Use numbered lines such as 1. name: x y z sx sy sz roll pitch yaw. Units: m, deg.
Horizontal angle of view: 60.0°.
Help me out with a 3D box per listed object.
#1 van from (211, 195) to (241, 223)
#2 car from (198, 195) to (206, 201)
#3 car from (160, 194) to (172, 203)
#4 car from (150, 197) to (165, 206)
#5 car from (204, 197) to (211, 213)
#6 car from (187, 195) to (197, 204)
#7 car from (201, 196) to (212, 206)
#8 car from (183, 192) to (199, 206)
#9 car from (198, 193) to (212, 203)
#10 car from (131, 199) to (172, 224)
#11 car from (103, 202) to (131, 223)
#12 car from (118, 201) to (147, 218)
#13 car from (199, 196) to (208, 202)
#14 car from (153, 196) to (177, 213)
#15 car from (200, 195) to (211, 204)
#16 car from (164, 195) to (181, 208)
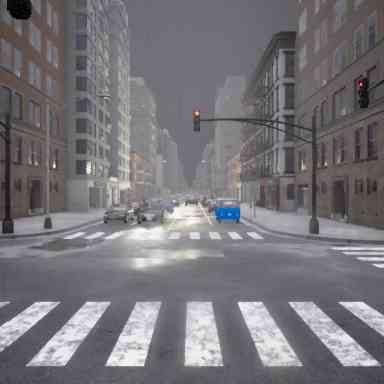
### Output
1. van: 2.615 1.340 25.016 1.690 1.788 3.998 0 0 0
2. car: 2.564 1.530 87.510 1.947 1.339 4.313 0 0 0
3. car: -5.447 1.292 70.455 2.192 1.841 5.009 0 0 0
4. car: -5.433 1.556 53.410 1.947 1.339 4.313 0 0 0
5. car: 2.606 1.580 36.378 1.802 1.307 4.206 0 0 0
6. car: -0.055 1.459 65.145 1.882 1.535 5.008 0 0 0
7. car: 2.597 1.576 47.741 1.802 1.307 4.206 0 0 0
8. car: -0.047 1.341 55.113 2.097 1.767 4.553 0 0 0
9. car: 2.593 1.305 53.422 2.192 1.841 5.009 0 0 0
10. car: -2.858 1.490 24.550 2.128 1.511 4.902 0 0 -1
11. car: -5.410 1.549 25.000 2.008 1.369 4.403 0 0 0
12. car: -5.414 1.543 30.682 1.887 1.381 4.507 0 0 0
13. car: 2.574 1.524 76.147 2.008 1.369 4.403 0 0 0
14. car: -2.879 1.476 34.714 1.882 1.535 5.008 0 0 0
15. car: 2.583 1.422 64.785 1.967 1.590 4.097 0 0 0
16. car: -2.874 1.557 48.527 1.994 1.385 4.181 0 0 0
